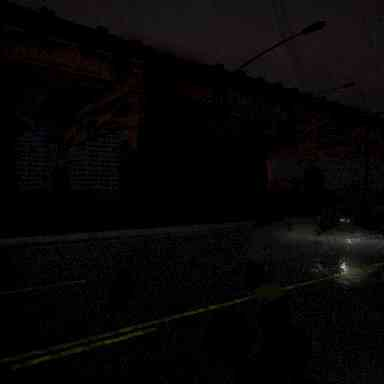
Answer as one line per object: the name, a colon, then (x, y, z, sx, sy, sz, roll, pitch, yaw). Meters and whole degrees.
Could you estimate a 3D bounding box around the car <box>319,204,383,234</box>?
car: (9.386, 1.477, 19.229, 5.008, 1.535, 1.882, 0, 0, -35)
